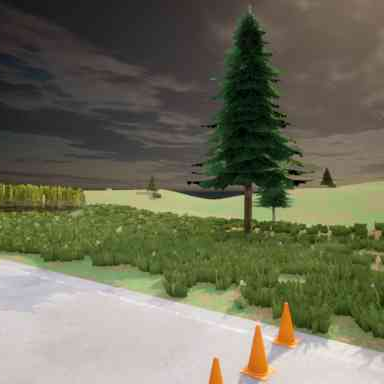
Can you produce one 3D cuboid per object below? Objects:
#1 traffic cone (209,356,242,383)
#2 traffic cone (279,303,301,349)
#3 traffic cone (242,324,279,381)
[{"bbox_3d":[0.243,1.955,3.359,0.340,0.580,0.340,0,0,36],"label":"traffic cone"},{"bbox_3d":[1.412,1.955,4.982,0.340,0.580,0.340,0,0,36],"label":"traffic cone"},{"bbox_3d":[0.828,1.955,4.171,0.340,0.580,0.340,0,0,36],"label":"traffic cone"}]
